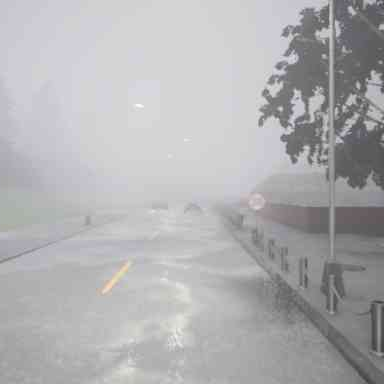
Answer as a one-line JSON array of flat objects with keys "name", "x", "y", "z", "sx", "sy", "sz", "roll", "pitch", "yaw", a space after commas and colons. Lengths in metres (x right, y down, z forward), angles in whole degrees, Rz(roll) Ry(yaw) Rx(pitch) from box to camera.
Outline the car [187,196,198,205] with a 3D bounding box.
[{"name": "car", "x": 0.100, "y": 1.563, "z": 62.166, "sx": 2.033, "sy": 1.411, "sz": 5.357, "roll": 0, "pitch": 0, "yaw": 0}]

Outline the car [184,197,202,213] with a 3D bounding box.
[{"name": "car", "x": 0.096, "y": 1.536, "z": 37.130, "sx": 1.812, "sy": 1.442, "sz": 4.674, "roll": 0, "pitch": 0, "yaw": 0}]

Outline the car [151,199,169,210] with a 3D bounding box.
[{"name": "car", "x": -4.054, "y": 1.575, "z": 42.282, "sx": 1.994, "sy": 1.385, "sz": 4.181, "roll": 0, "pitch": 0, "yaw": 0}]

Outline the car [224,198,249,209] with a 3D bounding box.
[{"name": "car", "x": 6.311, "y": 1.467, "z": 43.469, "sx": 5.357, "sy": 1.415, "sz": 2.033, "roll": 0, "pitch": 0, "yaw": -40}]
